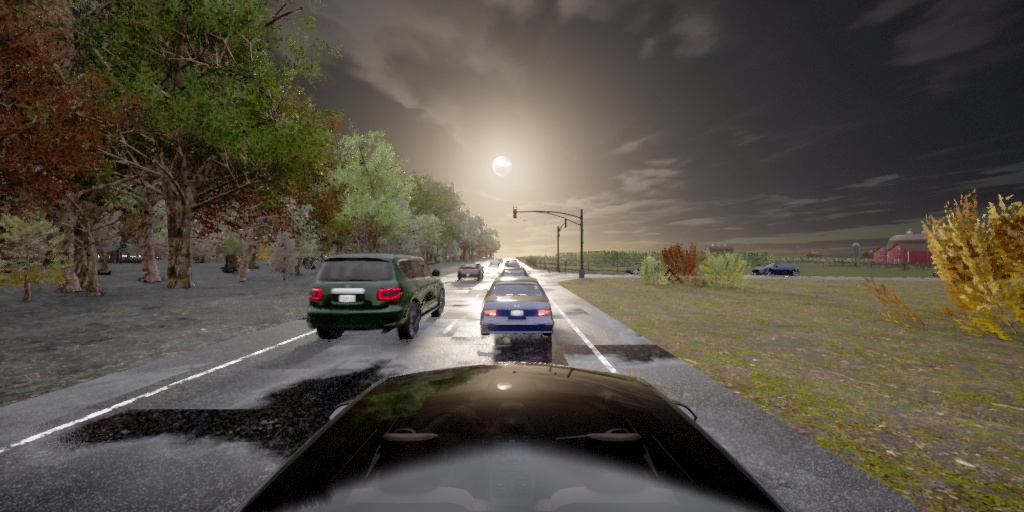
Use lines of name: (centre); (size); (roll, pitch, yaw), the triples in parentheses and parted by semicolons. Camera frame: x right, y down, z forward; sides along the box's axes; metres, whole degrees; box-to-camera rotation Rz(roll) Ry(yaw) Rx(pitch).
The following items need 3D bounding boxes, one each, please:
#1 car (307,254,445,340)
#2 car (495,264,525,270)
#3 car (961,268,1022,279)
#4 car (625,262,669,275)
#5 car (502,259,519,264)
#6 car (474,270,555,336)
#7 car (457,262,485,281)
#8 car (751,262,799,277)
car: (-3.397, 0.973, 10.086); (2.150, 2.045, 5.566); (0, 0, 0)
car: (0.114, 1.318, 19.638); (1.994, 1.385, 4.181); (0, 0, 0)
car: (51.436, 1.910, 37.965); (4.718, 1.301, 1.895); (1, -1, 1)
car: (15.699, 1.485, 41.879); (4.892, 1.490, 1.837); (1, -1, 2)
car: (0.041, 1.303, 52.968); (2.033, 1.411, 5.357); (0, 0, -5)
car: (0.105, 1.300, 10.396); (2.033, 1.411, 5.357); (0, 0, 0)
car: (-3.389, 1.249, 30.084); (2.128, 1.511, 4.902); (0, 0, 0)
car: (30.519, 1.493, 41.703); (4.553, 1.767, 2.097); (1, -1, 0)
